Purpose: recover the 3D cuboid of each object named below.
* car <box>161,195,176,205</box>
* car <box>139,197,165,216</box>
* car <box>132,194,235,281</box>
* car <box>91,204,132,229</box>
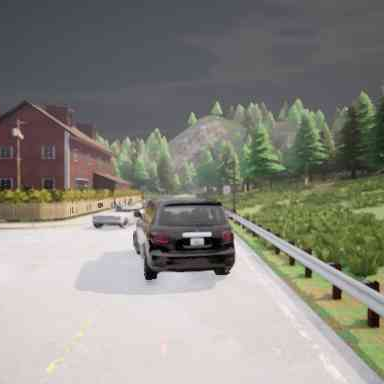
[{"bbox_3d":[-3.560,1.157,51.103,1.837,1.490,4.892,0,0,0],"label":"car"},{"bbox_3d":[-3.618,1.290,30.970,1.837,1.490,4.892,0,1,0],"label":"car"},{"bbox_3d":[-0.479,1.155,9.937,2.150,2.045,5.566,0,1,-13],"label":"car"},{"bbox_3d":[-4.317,1.459,20.626,1.895,1.301,4.718,0,0,12],"label":"car"}]
